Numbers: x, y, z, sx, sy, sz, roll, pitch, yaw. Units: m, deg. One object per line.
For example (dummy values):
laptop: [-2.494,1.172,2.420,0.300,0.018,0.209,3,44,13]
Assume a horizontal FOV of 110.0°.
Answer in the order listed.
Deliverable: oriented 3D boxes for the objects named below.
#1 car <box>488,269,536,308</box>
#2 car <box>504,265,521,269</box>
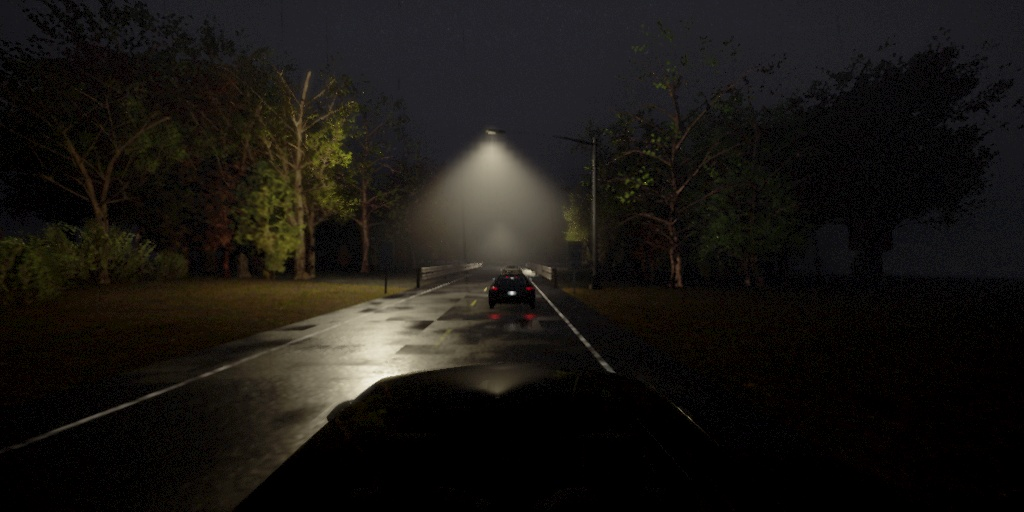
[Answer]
car: [0.005,1.451,16.139,1.994,1.385,4.181,0,-1,0]
car: [0.010,1.538,31.163,1.837,1.490,4.892,0,0,0]
